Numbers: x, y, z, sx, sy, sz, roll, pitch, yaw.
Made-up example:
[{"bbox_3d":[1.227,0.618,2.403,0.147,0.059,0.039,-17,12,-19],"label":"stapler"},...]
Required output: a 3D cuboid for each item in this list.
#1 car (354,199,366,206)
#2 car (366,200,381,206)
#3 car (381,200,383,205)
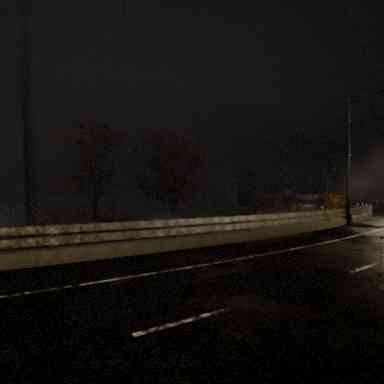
[{"bbox_3d":[40.343,2.588,82.693,2.128,1.511,4.902,0,-1,3],"label":"car"},{"bbox_3d":[43.830,2.606,82.390,2.128,1.511,4.902,0,-1,3],"label":"car"},{"bbox_3d":[47.330,2.704,81.590,1.895,1.301,4.718,0,-1,3],"label":"car"}]
